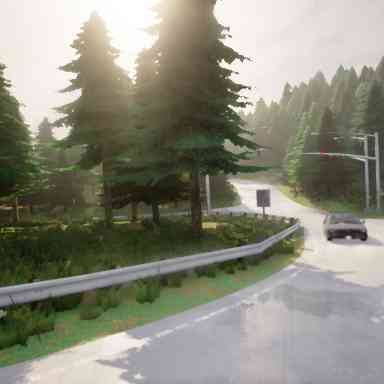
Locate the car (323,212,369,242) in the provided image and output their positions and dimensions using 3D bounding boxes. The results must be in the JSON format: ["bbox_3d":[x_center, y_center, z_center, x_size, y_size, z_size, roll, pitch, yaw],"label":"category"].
[{"bbox_3d":[8.146,1.790,18.074,2.033,1.411,5.357,-3,-2,19],"label":"car"}]
